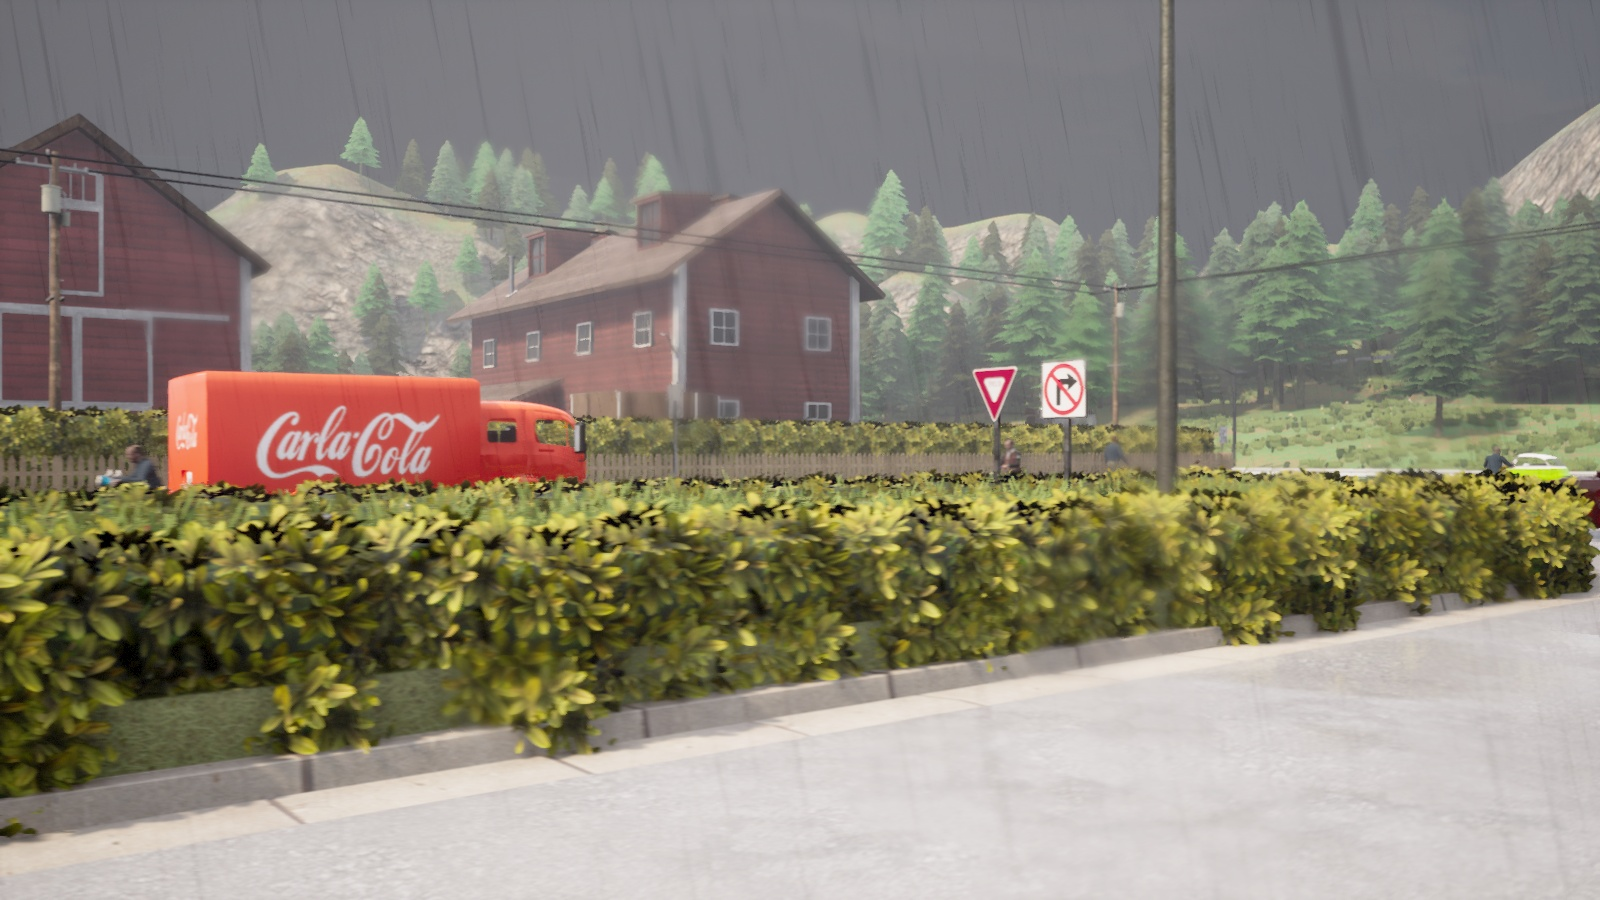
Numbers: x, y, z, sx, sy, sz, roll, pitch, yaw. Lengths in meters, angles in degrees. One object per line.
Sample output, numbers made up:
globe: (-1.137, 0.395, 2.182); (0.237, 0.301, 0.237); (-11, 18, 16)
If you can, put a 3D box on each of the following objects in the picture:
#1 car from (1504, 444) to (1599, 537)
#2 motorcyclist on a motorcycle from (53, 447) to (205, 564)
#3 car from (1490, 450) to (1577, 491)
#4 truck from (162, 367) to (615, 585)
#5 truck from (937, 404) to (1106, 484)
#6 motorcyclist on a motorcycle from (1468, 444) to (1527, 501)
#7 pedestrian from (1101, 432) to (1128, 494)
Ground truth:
car: (14.270, 0.661, 20.344); (1.882, 1.535, 5.008); (0, 0, -19)
motorcyclist on a motorcycle: (-9.652, 0.760, 18.082); (1.817, 1.590, 0.866); (0, 0, -37)
car: (25.531, 0.693, 43.730); (1.481, 1.376, 2.207); (0, 0, -37)
truck: (-5.436, 0.296, 16.867); (5.204, 2.467, 2.627); (0, 0, -37)
truck: (10.176, -0.255, 58.587); (2.891, 3.462, 7.936); (0, 0, -37)
motorcyclist on a motorcycle: (19.978, 0.616, 35.947); (1.817, 1.590, 0.866); (0, 0, -39)
pedestrian: (9.324, 0.374, 37.256); (0.726, 1.835, 0.370); (0, 0, -34)
